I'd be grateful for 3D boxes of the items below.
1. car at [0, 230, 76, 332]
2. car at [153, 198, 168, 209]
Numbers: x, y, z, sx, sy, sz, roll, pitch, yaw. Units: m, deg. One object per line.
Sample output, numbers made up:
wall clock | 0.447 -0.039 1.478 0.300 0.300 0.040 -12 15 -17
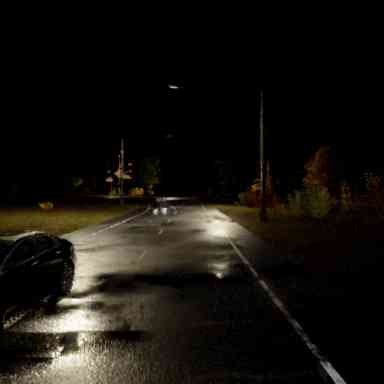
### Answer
car | -3.602 1.494 5.847 2.128 1.511 4.902 0 0 0
car | -4.466 1.606 47.135 1.994 1.385 4.181 0 0 -6
